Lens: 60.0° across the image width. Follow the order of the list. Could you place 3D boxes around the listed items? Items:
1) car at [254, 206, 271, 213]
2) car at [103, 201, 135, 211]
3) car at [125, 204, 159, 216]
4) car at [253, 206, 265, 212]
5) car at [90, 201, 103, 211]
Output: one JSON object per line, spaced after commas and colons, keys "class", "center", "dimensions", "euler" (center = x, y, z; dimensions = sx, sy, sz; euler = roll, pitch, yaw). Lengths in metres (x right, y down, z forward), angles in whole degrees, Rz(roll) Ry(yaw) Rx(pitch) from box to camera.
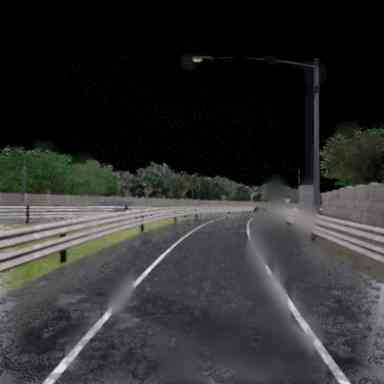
{"class": "car", "center": [15.757, 3.996, 76.308], "dimensions": [1.837, 1.490, 4.892], "euler": [-1, -3, 34]}
{"class": "car", "center": [-9.009, 2.225, 45.660], "dimensions": [2.150, 2.045, 5.566], "euler": [-1, -3, 34]}
{"class": "car", "center": [-6.109, 2.556, 43.692], "dimensions": [1.895, 1.301, 4.718], "euler": [-1, -3, 34]}
{"class": "car", "center": [18.842, 4.754, 93.477], "dimensions": [1.812, 1.442, 4.674], "euler": [-1, -3, 34]}
{"class": "car", "center": [-11.916, 2.279, 47.607], "dimensions": [2.150, 2.045, 5.566], "euler": [-1, -3, 34]}
